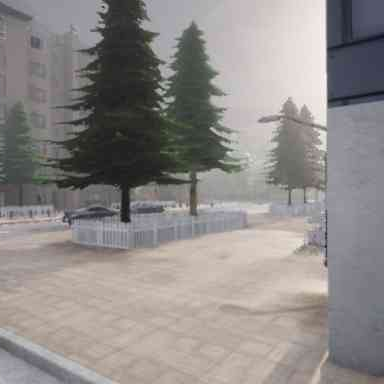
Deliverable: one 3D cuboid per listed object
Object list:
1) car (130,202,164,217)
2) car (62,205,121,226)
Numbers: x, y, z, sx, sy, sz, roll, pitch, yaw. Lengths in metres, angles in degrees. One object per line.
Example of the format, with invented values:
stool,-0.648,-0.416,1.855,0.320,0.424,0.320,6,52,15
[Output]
car,-5.056,1.726,33.503,2.033,1.411,5.357,0,0,34
car,-7.031,1.677,24.025,1.812,1.442,4.674,0,0,34
